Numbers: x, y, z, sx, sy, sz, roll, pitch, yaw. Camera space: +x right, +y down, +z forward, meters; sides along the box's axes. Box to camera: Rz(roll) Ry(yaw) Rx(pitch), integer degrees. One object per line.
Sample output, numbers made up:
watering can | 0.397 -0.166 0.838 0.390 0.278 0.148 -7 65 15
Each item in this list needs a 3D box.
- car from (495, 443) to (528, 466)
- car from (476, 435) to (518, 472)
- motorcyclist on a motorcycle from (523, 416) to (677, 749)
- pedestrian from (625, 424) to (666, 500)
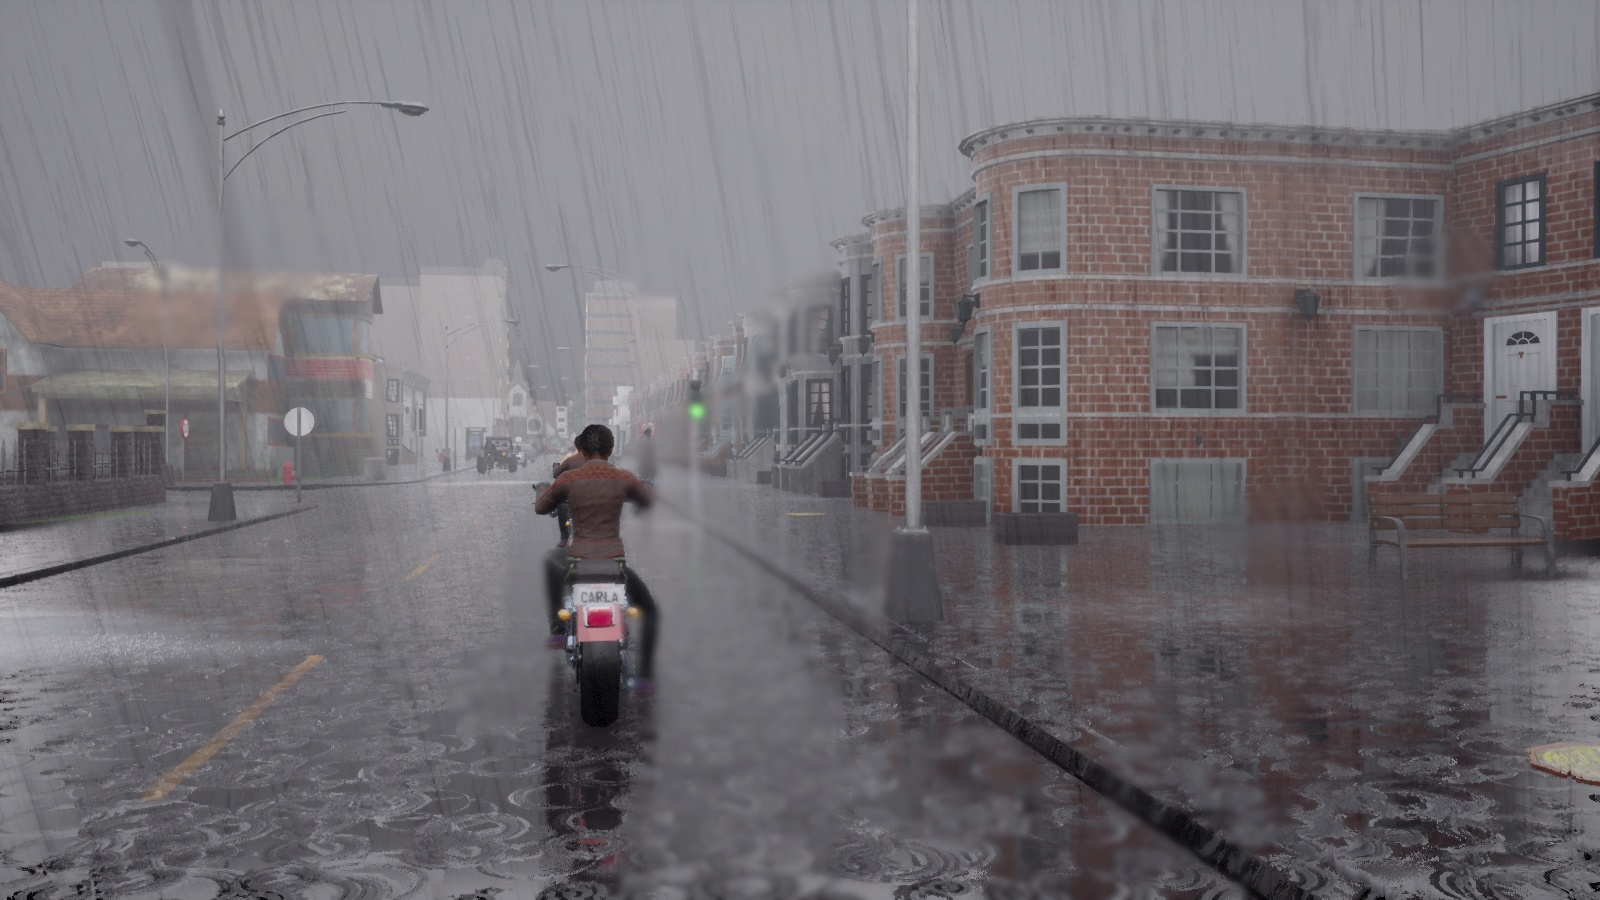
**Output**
car | -18.796 0.265 81.942 1.970 1.475 3.806 0 0 -10
car | -15.980 0.179 66.370 1.905 1.878 3.866 0 0 -10
motorcyclist on a motorcycle | -1.211 0.656 7.458 0.766 1.649 2.350 0 0 -10
pedestrian | -4.045 0.312 32.831 0.873 1.952 0.659 0 0 -29
